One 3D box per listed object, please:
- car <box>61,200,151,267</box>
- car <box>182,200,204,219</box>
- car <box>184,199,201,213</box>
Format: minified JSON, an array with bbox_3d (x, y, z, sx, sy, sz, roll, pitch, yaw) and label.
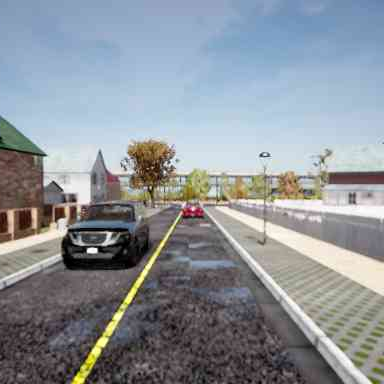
[{"bbox_3d":[-2.851,1.353,12.286,2.150,2.045,5.566,0,-1,0],"label":"car"},{"bbox_3d":[0.093,1.724,34.099,2.097,1.767,4.553,0,-1,0],"label":"car"},{"bbox_3d":[0.095,1.841,44.004,2.097,1.767,4.553,0,-1,0],"label":"car"}]
